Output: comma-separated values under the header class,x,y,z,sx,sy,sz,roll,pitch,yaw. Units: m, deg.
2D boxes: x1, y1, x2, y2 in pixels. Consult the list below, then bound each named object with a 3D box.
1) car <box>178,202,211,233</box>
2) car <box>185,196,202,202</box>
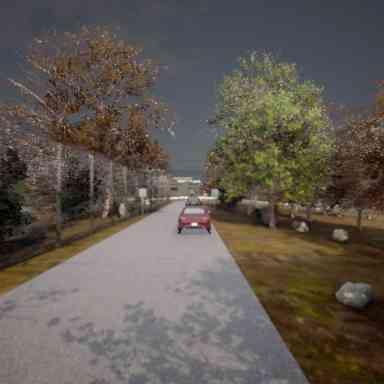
class,x,y,z,sx,sy,sz,roll,pitch,yaw
car,0.129,1.526,19.673,1.812,1.442,4.674,0,0,0
car,0.179,1.353,41.593,2.097,1.767,4.553,0,0,0
